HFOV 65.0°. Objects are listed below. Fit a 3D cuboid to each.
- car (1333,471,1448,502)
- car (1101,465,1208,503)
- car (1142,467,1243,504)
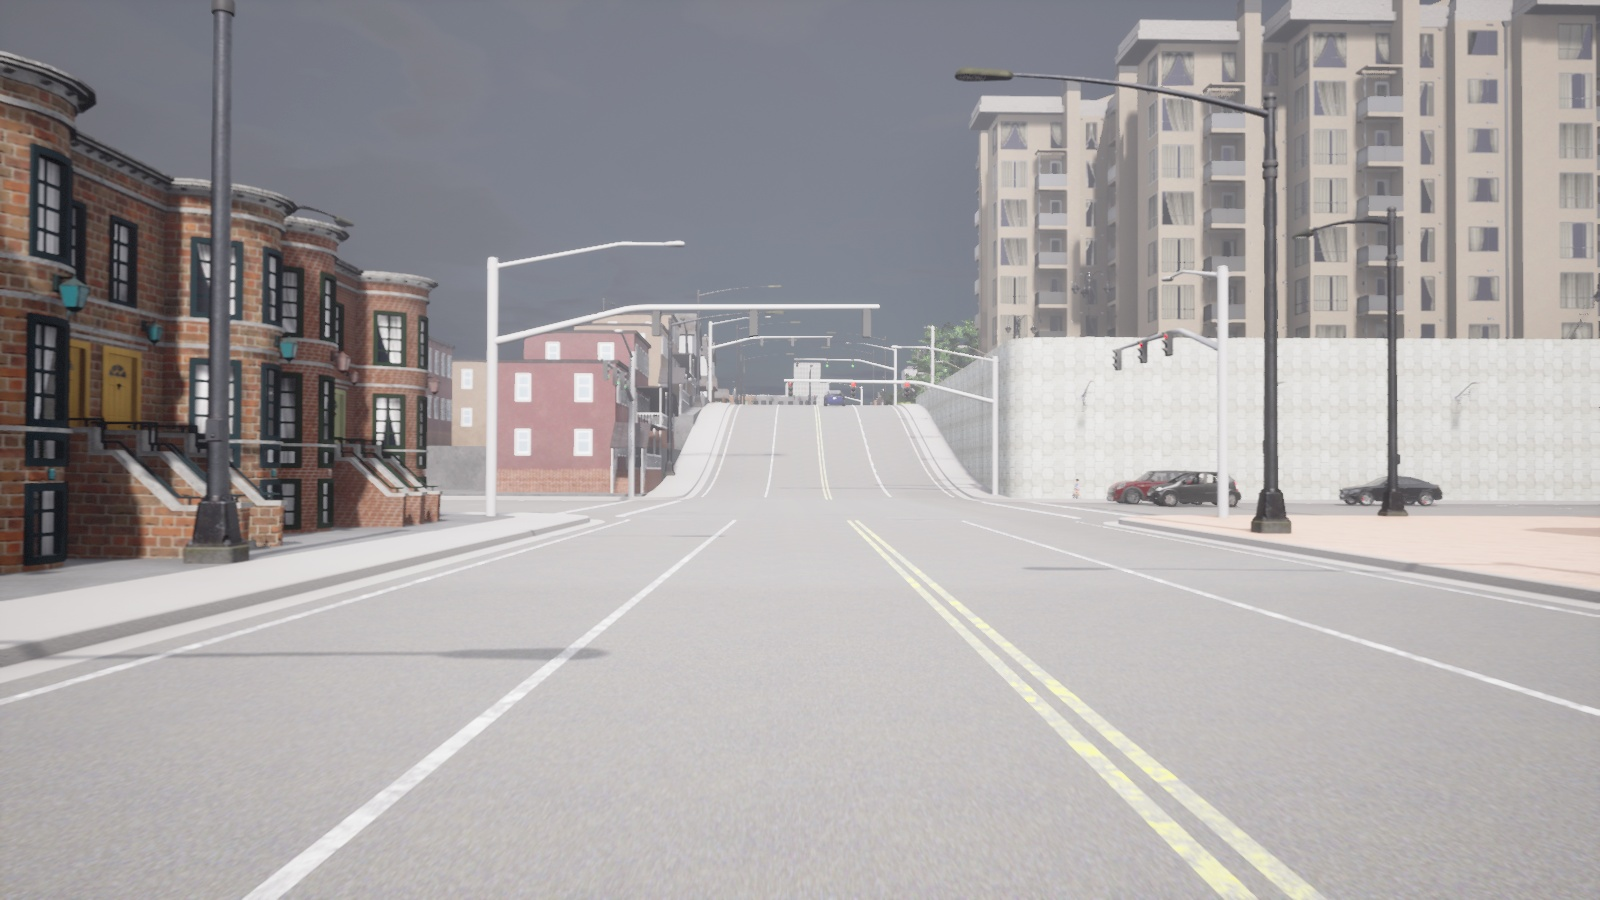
[{"bbox_3d":[28.492,1.745,60.682,4.674,1.442,1.812,0,-1,0],"label":"car"},{"bbox_3d":[17.095,1.622,60.695,4.553,1.767,2.097,0,-1,0],"label":"car"},{"bbox_3d":[17.834,1.601,57.194,3.988,1.617,1.851,0,-1,0],"label":"car"}]
